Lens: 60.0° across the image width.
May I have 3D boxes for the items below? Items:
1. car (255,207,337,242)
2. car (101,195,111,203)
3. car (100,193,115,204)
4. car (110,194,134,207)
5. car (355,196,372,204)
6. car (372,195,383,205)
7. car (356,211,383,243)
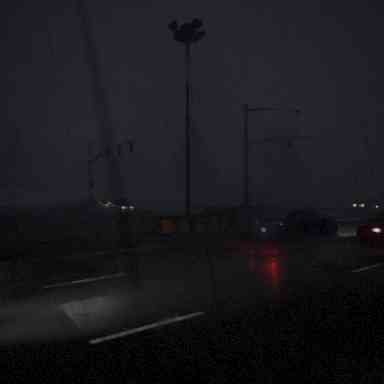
[{"bbox_3d":[5.013,1.467,15.931,4.674,1.442,1.812,0,0,-36],"label":"car"},{"bbox_3d":[-18.050,1.408,69.693,1.812,1.442,4.674,0,0,-18],"label":"car"},{"bbox_3d":[-14.936,1.118,60.420,2.150,2.045,5.566,0,0,-22],"label":"car"},{"bbox_3d":[-10.607,1.453,51.197,2.033,1.411,5.357,0,0,-28],"label":"car"},{"bbox_3d":[28.327,1.280,54.154,4.181,1.385,1.994,-1,0,-35],"label":"car"},{"bbox_3d":[30.368,1.068,51.310,4.553,1.767,2.097,-1,0,-35],"label":"car"},{"bbox_3d":[9.026,1.495,14.480,4.181,1.385,1.994,0,0,-35],"label":"car"}]
